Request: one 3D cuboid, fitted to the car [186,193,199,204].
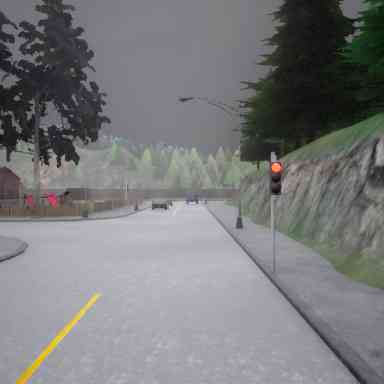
[{"bbox_3d":[0.068,1.221,62.571,2.150,2.045,5.566,0,0,0],"label":"car"}]

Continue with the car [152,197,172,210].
[{"bbox_3d":[-4.053,1.478,42.940,1.882,1.535,5.008,0,0,0],"label":"car"}]
